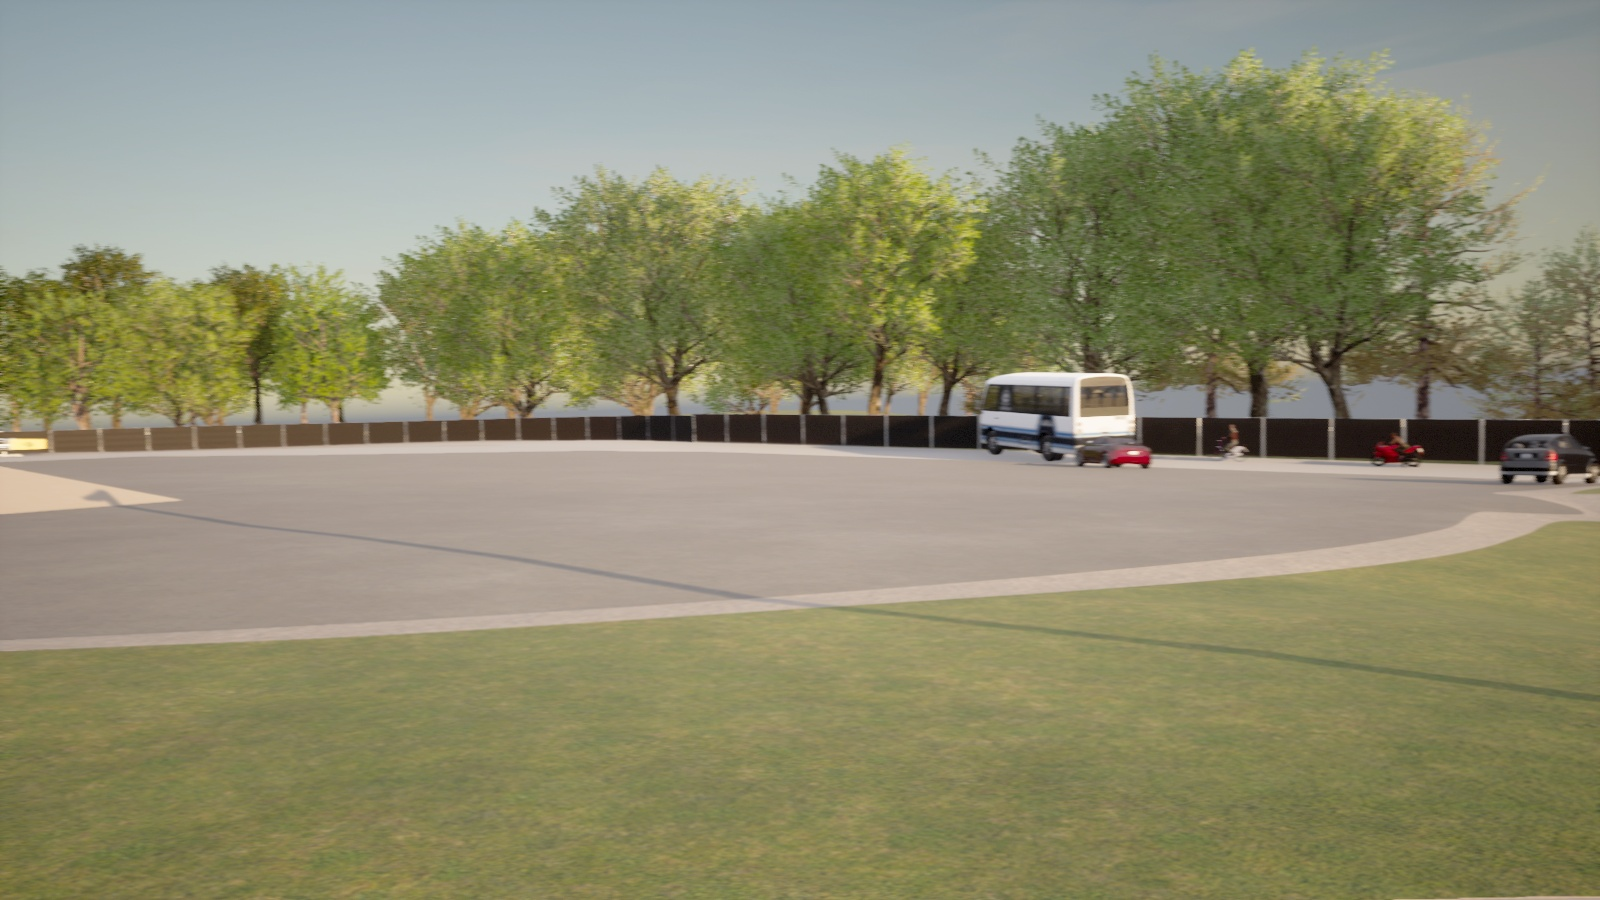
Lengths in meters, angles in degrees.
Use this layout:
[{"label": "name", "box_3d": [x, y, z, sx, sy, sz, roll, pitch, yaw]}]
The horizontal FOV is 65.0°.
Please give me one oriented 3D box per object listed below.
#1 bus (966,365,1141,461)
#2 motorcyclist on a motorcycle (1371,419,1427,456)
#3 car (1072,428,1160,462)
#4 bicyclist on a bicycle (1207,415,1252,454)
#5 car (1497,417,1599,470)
[{"label": "bus", "box_3d": [12.515, -2.039, 63.426, 3.944, 4.253, 10.273, -4, 5, -18]}, {"label": "motorcyclist on a motorcycle", "box_3d": [25.723, -0.555, 53.938, 2.044, 1.523, 0.797, 1, 4, 38]}, {"label": "car", "box_3d": [13.377, -0.215, 53.430, 1.994, 1.385, 4.181, 0, 1, -11]}, {"label": "bicyclist on a bicycle", "box_3d": [20.038, -0.748, 58.565, 1.843, 1.776, 0.659, 1, 5, 40]}, {"label": "car", "box_3d": [23.478, -0.203, 39.080, 3.705, 1.549, 1.789, -1, 0, -38]}]
